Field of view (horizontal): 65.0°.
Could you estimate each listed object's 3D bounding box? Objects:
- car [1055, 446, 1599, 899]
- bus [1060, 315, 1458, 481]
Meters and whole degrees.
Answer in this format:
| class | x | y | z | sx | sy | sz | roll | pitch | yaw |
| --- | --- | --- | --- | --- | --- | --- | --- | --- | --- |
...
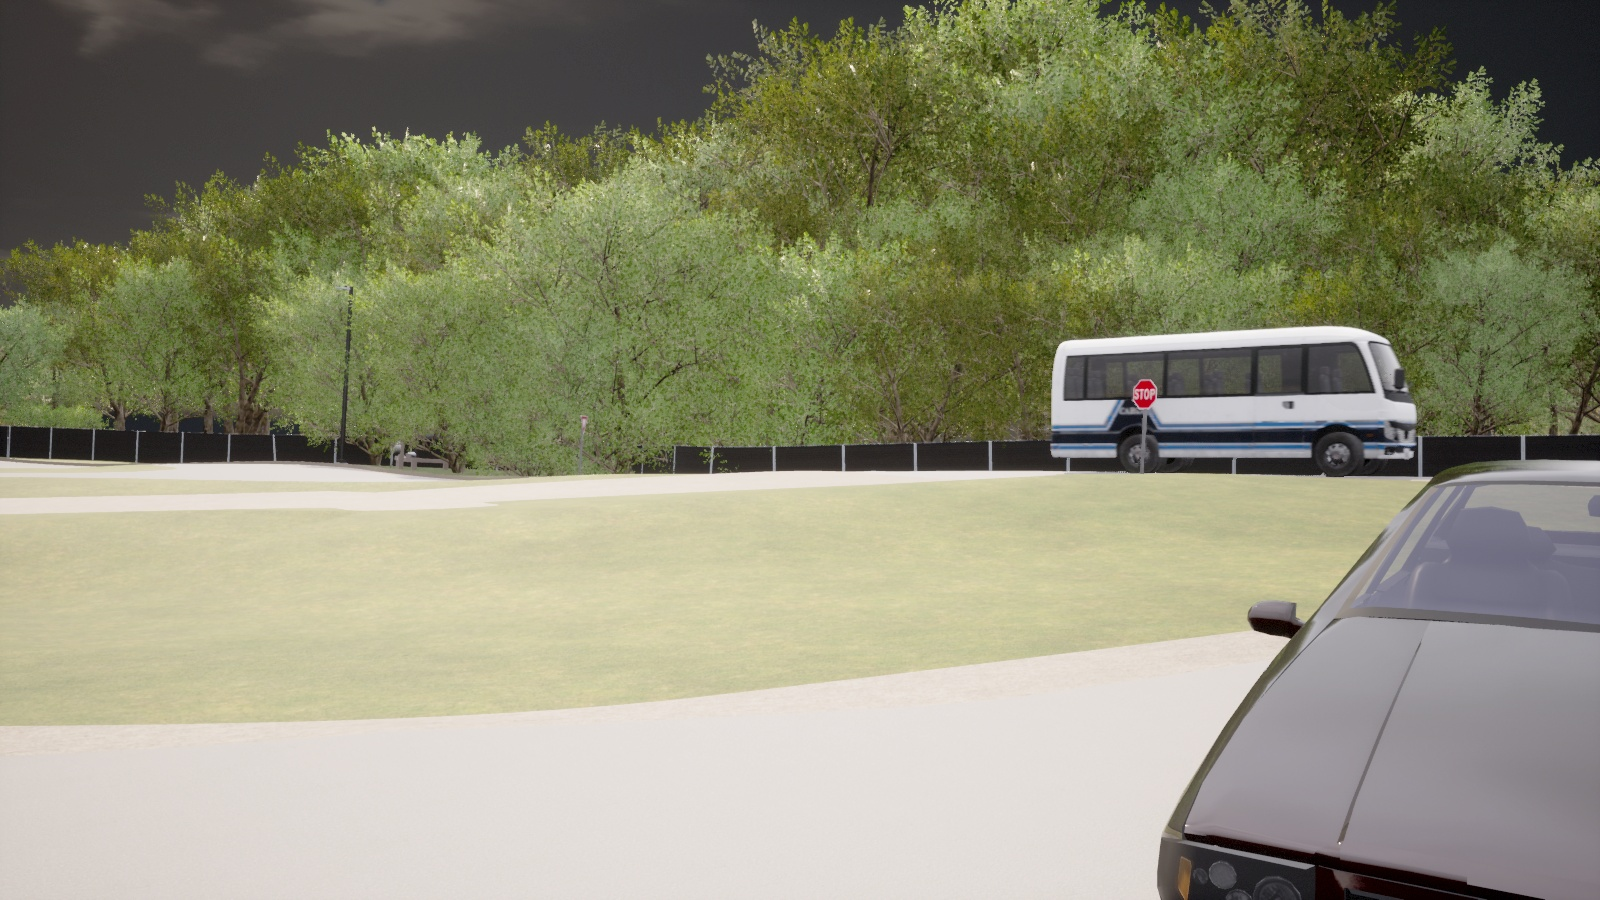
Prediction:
| class | x | y | z | sx | sy | sz | roll | pitch | yaw |
| --- | --- | --- | --- | --- | --- | --- | --- | --- | --- |
| car | 2.823 | 0.751 | 4.234 | 2.033 | 1.411 | 5.357 | 2 | 2 | 33 |
| bus | 13.249 | -1.338 | 36.936 | 10.273 | 4.253 | 3.944 | 0 | 0 | 37 |
